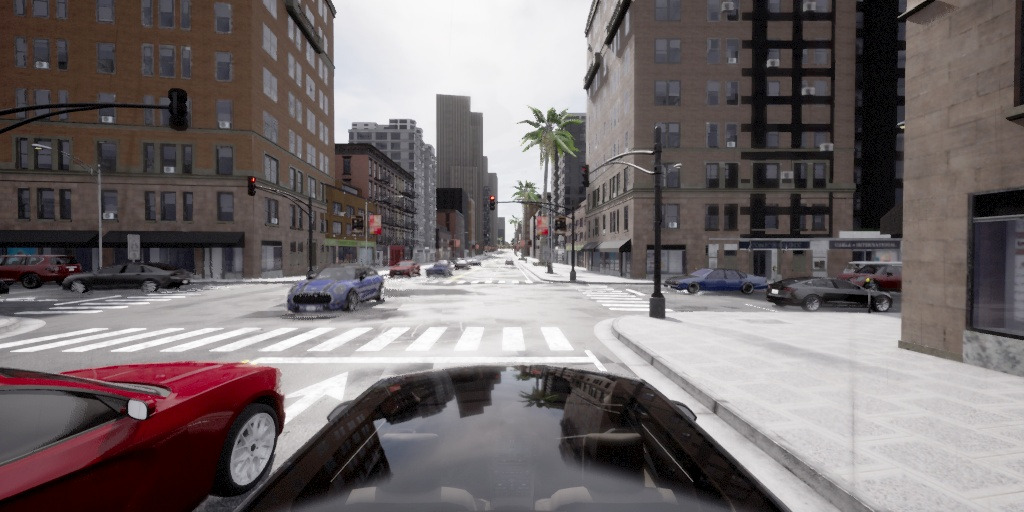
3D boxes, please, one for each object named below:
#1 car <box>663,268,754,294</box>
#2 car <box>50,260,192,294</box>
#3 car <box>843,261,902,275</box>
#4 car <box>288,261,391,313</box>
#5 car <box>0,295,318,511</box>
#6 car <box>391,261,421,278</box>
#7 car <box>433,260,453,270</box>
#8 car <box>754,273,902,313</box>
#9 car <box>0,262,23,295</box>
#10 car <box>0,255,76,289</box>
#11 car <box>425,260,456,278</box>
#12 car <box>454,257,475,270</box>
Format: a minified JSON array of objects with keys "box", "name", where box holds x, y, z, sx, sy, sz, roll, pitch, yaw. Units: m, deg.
[{"box":[11.705,1.401,20.659,5.357,1.411,2.033,0,1,0],"name":"car"},{"box":[-19.680,1.118,18.493,4.892,1.490,1.837,0,2,-12],"name":"car"},{"box":[21.175,1.279,20.670,4.553,1.767,2.097,0,1,0],"name":"car"},{"box":[-6.693,1.127,14.149,2.097,1.767,4.553,0,0,0],"name":"car"},{"box":[-3.144,1.228,1.475,1.882,1.535,5.008,0,0,1],"name":"car"},{"box":[-10.086,1.220,34.215,1.882,1.535,5.008,0,0,0],"name":"car"},{"box":[-10.229,1.278,53.386,2.033,1.411,5.357,0,0,0],"name":"car"},{"box":[12.863,1.514,14.713,4.313,1.339,1.948,0,0,0],"name":"car"},{"box":[-24.034,1.126,14.575,4.892,1.490,1.837,1,1,-9],"name":"car"},{"box":[-27.280,0.836,19.908,5.009,1.841,2.192,0,0,-9],"name":"car"},{"box":[-6.841,1.343,33.995,1.895,1.301,4.718,0,0,0],"name":"car"},{"box":[-6.965,1.281,50.895,2.033,1.411,5.357,0,0,-1],"name":"car"}]
